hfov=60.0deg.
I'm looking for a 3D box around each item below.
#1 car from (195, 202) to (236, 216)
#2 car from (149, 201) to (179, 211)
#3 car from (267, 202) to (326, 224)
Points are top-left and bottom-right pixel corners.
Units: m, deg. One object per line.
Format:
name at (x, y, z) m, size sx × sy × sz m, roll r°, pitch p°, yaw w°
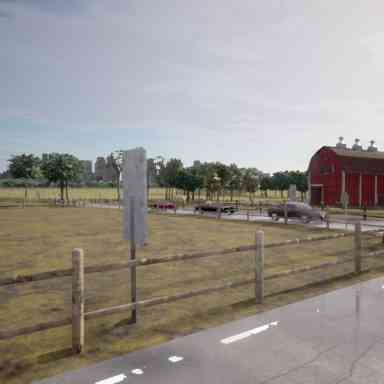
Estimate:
car at (2.357, 1.698, 34.386) m, size 1.895 × 1.301 × 4.718 m, roll -1°, pitch 0°, yaw -35°
car at (-3.617, 1.762, 42.847) m, size 1.895 × 1.301 × 4.718 m, roll -1°, pitch 0°, yaw -35°
car at (8.167, 1.575, 26.166) m, size 1.837 × 1.490 × 4.892 m, roll -1°, pitch 0°, yaw -35°
